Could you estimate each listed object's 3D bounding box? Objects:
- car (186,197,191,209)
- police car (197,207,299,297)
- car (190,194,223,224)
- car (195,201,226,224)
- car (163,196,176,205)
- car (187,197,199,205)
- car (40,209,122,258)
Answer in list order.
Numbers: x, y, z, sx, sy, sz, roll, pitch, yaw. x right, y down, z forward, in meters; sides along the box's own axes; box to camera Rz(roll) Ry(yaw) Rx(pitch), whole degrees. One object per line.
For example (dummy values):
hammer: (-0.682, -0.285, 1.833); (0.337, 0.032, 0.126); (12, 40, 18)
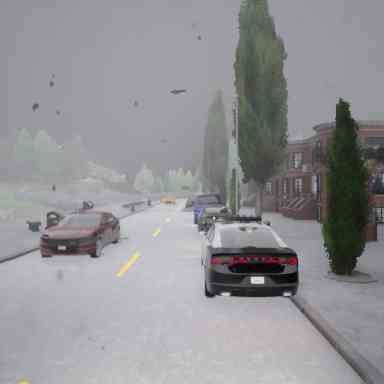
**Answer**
car: (0.115, 1.601, 46.190); (1.895, 1.301, 4.718); (0, 0, 1)
police car: (1.218, 1.425, 8.729); (1.930, 1.638, 5.238); (0, 0, 0)
car: (1.191, 1.174, 24.649); (2.150, 2.045, 5.566); (-3, 0, 0)
car: (1.238, 1.505, 18.618); (1.837, 1.490, 4.892); (0, 0, 0)
car: (-3.878, 1.477, 57.960); (1.882, 1.535, 5.008); (0, 0, 0)
car: (0.125, 1.564, 58.925); (1.994, 1.385, 4.181); (0, 0, 0)
car: (-4.073, 1.477, 12.923); (1.882, 1.535, 5.008); (0, 0, 0)
